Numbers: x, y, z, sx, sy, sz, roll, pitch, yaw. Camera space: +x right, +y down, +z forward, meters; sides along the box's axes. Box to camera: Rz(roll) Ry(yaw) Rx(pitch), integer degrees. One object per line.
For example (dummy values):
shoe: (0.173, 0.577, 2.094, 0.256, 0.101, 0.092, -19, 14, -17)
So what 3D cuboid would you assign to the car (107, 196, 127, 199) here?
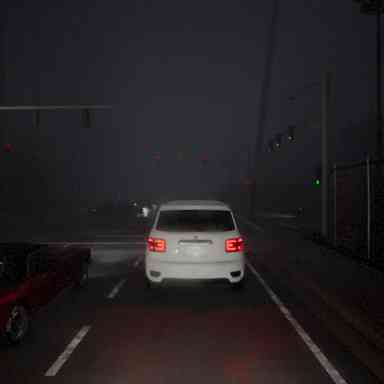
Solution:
car: (-10.540, 1.352, 44.665, 2.097, 1.767, 4.553, 0, 0, 0)

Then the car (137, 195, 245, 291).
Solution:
car: (0.083, 1.221, 9.175, 2.150, 2.045, 5.566, 0, 0, 0)

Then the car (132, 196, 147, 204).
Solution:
car: (-10.437, 1.491, 66.698, 2.128, 1.511, 4.902, 0, 0, 0)

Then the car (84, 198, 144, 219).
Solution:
car: (-6.983, 1.577, 30.078, 2.033, 1.411, 5.357, 0, 0, 42)

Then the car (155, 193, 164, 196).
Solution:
car: (-6.916, 1.221, 69.028, 2.150, 2.045, 5.566, 0, 0, 0)

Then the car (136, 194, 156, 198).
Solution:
car: (-7.027, 1.491, 49.056, 2.128, 1.511, 4.902, 0, 0, 0)

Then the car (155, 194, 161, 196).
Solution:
car: (-7.005, 1.525, 58.315, 1.812, 1.442, 4.674, 0, 0, 0)

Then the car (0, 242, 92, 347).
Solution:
car: (-3.435, 1.601, 6.249, 1.895, 1.301, 4.718, 0, 0, 1)

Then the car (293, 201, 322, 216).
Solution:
car: (12.406, 1.581, 32.742, 4.674, 1.442, 1.812, 0, 0, -2)
